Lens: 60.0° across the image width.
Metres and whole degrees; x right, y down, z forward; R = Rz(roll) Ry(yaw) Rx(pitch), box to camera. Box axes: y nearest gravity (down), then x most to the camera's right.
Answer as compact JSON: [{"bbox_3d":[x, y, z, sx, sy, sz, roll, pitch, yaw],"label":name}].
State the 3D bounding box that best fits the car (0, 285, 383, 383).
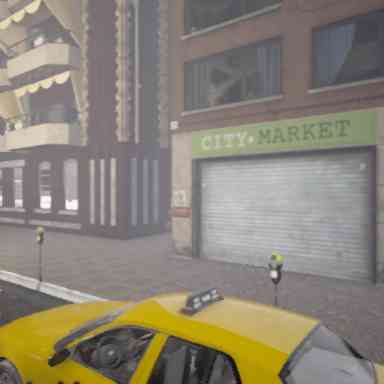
[{"bbox_3d":[-0.129,1.523,2.967,4.829,1.417,1.752,0,0,35],"label":"car"}]
